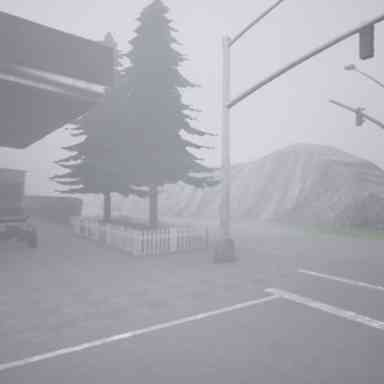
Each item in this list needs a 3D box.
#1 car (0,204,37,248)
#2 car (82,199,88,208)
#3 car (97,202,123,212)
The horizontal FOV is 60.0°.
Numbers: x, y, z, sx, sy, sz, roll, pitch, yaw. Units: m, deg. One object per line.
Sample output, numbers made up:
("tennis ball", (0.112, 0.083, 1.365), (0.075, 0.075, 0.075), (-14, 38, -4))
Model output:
("car", (-8.517, 1.532, 15.419), (1.905, 1.878, 3.866), (1, 0, -36))
("car", (-18.616, 1.910, 55.091), (1.812, 1.442, 4.674), (1, 0, -35))
("car", (-10.975, 1.979, 44.227), (1.895, 1.301, 4.718), (1, 0, -35))
